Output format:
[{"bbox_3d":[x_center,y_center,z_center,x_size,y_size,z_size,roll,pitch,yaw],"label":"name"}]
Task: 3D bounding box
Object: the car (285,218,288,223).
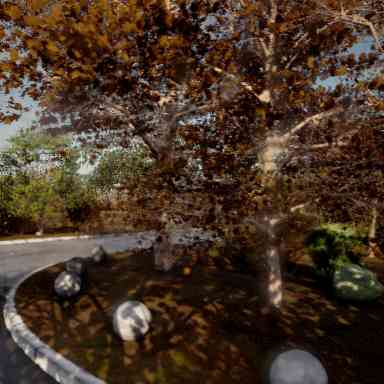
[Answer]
[{"bbox_3d":[13.950,4.633,52.298,1.895,1.301,4.718,-1,-4,35],"label":"car"}]
